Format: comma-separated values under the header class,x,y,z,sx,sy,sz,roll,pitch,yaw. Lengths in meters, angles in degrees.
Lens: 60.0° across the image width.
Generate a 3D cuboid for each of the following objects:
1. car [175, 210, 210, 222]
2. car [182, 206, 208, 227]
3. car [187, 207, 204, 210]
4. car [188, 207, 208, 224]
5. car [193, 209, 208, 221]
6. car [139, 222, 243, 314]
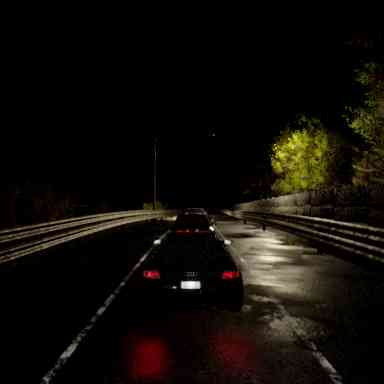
class,x,y,z,sx,sy,sz,roll,pitch,yaw
car,0.025,1.699,14.458,1.837,1.490,4.892,0,-2,0
car,0.316,2.179,29.932,2.097,1.767,4.553,0,-3,2
car,0.095,1.900,20.961,2.128,1.511,4.902,0,-2,1
car,0.693,2.568,37.204,2.097,1.767,4.553,0,-3,3
car,1.204,3.188,46.389,1.882,1.535,5.008,0,-3,4
car,0.007,1.620,7.802,1.994,1.385,4.181,0,-1,1
